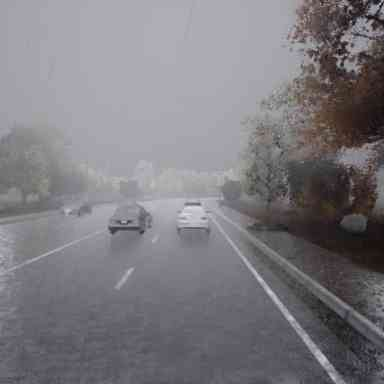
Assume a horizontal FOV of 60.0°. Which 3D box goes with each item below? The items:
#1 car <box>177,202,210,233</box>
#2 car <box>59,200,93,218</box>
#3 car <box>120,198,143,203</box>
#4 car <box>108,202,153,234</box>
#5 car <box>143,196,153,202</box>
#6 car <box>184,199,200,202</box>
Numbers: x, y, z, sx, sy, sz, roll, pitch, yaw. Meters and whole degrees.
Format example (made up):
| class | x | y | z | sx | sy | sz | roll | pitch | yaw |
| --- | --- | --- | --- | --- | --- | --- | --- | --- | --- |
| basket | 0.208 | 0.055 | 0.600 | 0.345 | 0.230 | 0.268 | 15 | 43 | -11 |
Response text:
| class | x | y | z | sx | sy | sz | roll | pitch | yaw |
| --- | --- | --- | --- | --- | --- | --- | --- | --- | --- |
| car | 0.098 | 1.525 | 19.651 | 1.812 | 1.442 | 4.674 | 0 | 0 | 0 |
| car | -10.597 | 1.490 | 30.726 | 2.128 | 1.511 | 4.902 | 0 | 0 | 0 |
| car | -7.084 | 1.562 | 37.241 | 1.994 | 1.385 | 4.181 | 0 | 0 | 0 |
| car | -3.403 | 1.546 | 19.183 | 2.033 | 1.411 | 5.357 | 0 | 0 | 0 |
| car | -9.556 | 1.459 | 71.340 | 1.994 | 1.385 | 4.181 | 0 | 0 | 3 |
| car | 0.098 | 1.476 | 37.471 | 1.882 | 1.535 | 5.008 | 0 | 0 | 0 |
